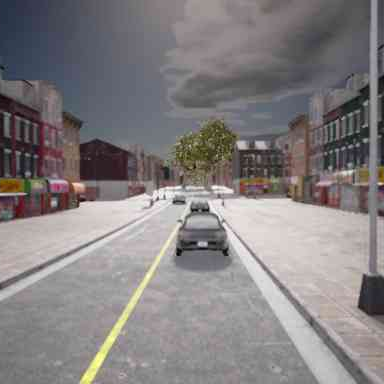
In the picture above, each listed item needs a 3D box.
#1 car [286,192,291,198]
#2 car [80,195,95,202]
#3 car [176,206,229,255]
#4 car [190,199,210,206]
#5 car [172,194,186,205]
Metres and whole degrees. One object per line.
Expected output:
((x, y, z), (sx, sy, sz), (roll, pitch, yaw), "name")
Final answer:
((18.340, 0.484, 57.186), (4.313, 1.339, 1.947), (-1, 2, 1), "car")
((-19.237, 1.117, 57.773), (4.507, 1.381, 1.887), (-1, 2, 1), "car")
((0.389, 1.514, 13.062), (1.812, 1.442, 4.674), (0, 0, 1), "car")
((0.767, 1.385, 32.849), (1.895, 1.301, 4.718), (0, 1, 1), "car")
((-1.804, 1.002, 48.053), (2.033, 1.411, 5.357), (0, 1, 1), "car")
